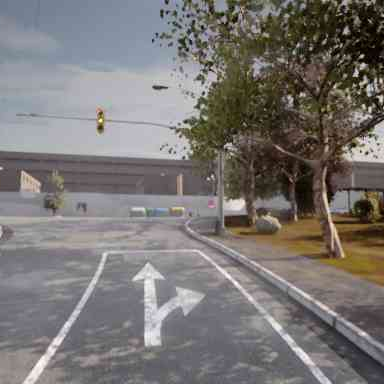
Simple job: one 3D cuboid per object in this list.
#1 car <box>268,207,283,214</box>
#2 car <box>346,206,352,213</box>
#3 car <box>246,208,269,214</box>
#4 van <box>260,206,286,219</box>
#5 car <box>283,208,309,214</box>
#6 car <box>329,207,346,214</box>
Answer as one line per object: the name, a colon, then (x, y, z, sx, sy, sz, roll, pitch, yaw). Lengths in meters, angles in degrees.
car: (15.998, 3.550, 56.065, 4.892, 1.490, 1.837, 0, -6, -16)
car: (29.035, 3.955, 64.920, 2.435, 2.045, 5.566, 3, -8, -36)
car: (11.941, 3.954, 59.901, 1.946, 1.575, 5.366, 4, -8, -35)
van: (14.769, 3.775, 60.783, 1.878, 1.987, 4.442, 4, -8, -35)
car: (14.551, 2.414, 43.325, 4.181, 1.385, 1.994, 1, -6, -16)
car: (26.190, 4.161, 64.075, 2.097, 1.535, 5.008, 4, -8, -35)
